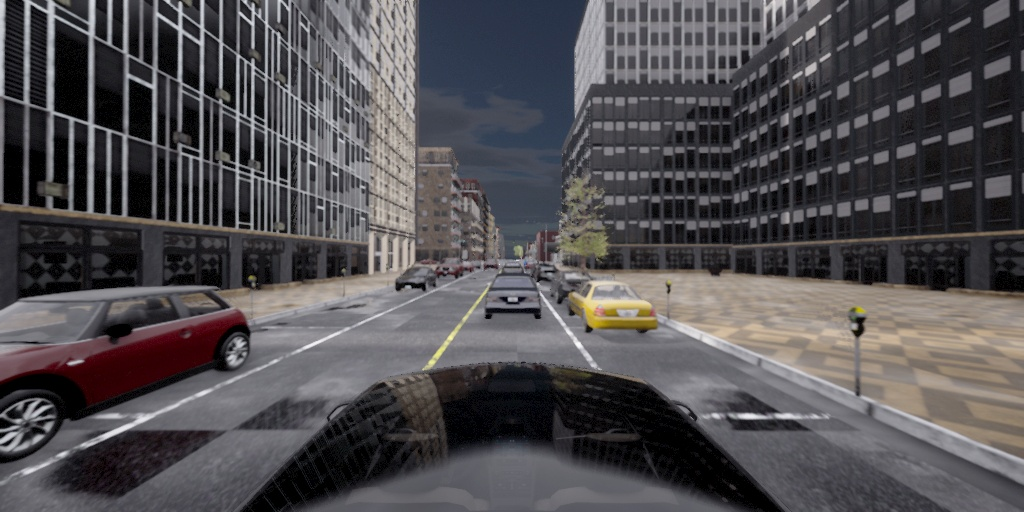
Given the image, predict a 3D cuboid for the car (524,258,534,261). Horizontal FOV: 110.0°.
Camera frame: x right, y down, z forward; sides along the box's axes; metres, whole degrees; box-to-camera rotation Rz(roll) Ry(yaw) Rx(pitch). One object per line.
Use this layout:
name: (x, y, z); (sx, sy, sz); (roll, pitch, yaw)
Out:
car: (2.670, 1.376, 50.233); (1.802, 1.307, 4.207); (0, 0, 0)

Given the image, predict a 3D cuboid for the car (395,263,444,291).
car: (-5.685, 1.327, 21.817); (1.948, 1.339, 4.313); (0, 0, 0)

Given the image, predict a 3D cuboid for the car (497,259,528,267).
car: (0.080, 1.263, 31.645); (2.128, 1.511, 4.902); (0, 0, 0)

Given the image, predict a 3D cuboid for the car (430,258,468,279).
car: (-5.682, 1.087, 33.195); (2.192, 1.841, 5.009); (0, 0, 0)

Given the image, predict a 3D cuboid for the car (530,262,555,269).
car: (2.664, 1.332, 27.477); (1.948, 1.339, 4.313); (0, 0, 0)

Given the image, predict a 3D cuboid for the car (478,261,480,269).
car: (-5.676, 1.368, 55.950); (1.948, 1.339, 4.313); (0, 0, 0)

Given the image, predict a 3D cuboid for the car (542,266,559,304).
car: (2.662, 1.308, 16.100); (2.007, 1.370, 4.403); (0, 0, 0)

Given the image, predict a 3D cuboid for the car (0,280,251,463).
car: (-5.689, 1.191, 4.750); (1.967, 1.591, 4.097); (0, 0, 0)

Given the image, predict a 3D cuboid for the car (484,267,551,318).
car: (0.047, 1.303, 12.893); (2.033, 1.411, 5.357); (0, 0, 0)

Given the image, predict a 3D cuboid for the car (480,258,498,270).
car: (-3.067, 1.148, 52.515); (2.097, 1.767, 4.553); (0, 0, 0)

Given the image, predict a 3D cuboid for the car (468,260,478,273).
car: (-5.679, 1.331, 44.573); (1.888, 1.381, 4.507); (0, 0, 0)

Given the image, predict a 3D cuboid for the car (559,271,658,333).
car: (2.666, 1.279, 10.580); (1.751, 1.417, 4.829); (0, 0, 0)

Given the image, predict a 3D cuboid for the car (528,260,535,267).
car: (2.666, 1.338, 33.166); (1.948, 1.339, 4.313); (0, 0, 0)
